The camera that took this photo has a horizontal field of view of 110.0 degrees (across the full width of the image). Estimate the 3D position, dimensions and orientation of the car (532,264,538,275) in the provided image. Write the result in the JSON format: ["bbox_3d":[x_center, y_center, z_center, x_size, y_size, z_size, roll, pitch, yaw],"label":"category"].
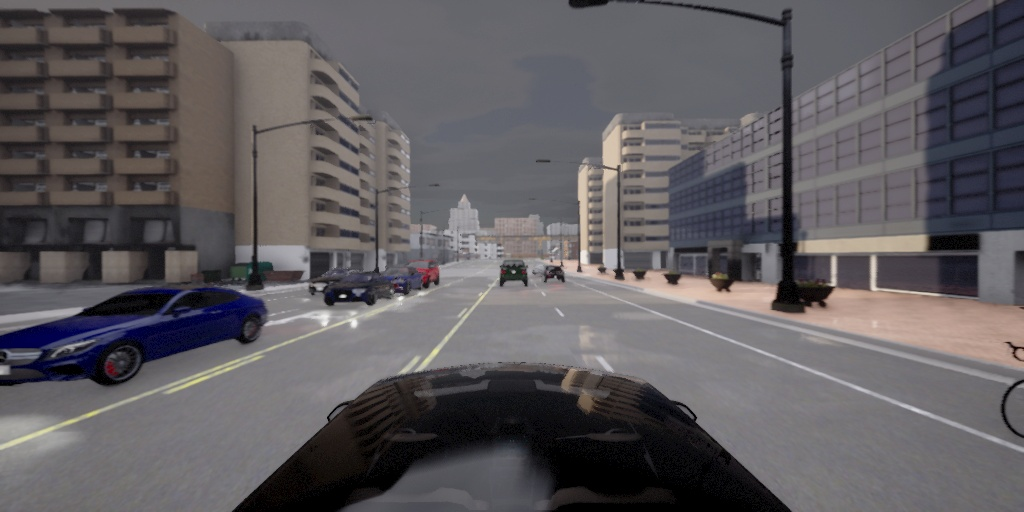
[{"bbox_3d":[3.813,1.813,49.578,1.812,1.442,4.674,0,0,0],"label":"car"}]

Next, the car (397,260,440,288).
[{"bbox_3d":[-6.966,1.296,27.300,2.150,2.045,5.566,0,-1,1],"label":"car"}]

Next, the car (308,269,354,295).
[{"bbox_3d":[-10.439,1.541,21.951,2.128,1.511,4.902,0,-1,0],"label":"car"}]

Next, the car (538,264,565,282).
[{"bbox_3d":[3.723,1.599,33.153,1.837,1.490,4.892,0,-1,0],"label":"car"}]

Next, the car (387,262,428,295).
[{"bbox_3d":[-6.939,1.402,21.963,2.097,1.767,4.553,0,-1,0],"label":"car"}]

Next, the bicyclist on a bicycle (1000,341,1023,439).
[{"bbox_3d":[6.084,1.178,3.862,1.656,1.620,0.582,-1,0,0],"label":"bicyclist on a bicycle"}]

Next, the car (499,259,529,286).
[{"bbox_3d":[0.148,1.284,28.851,2.150,2.045,5.566,0,0,1],"label":"car"}]

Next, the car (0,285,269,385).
[{"bbox_3d":[-7.131,1.359,7.335,1.812,1.442,4.674,0,-1,1],"label":"car"}]

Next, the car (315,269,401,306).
[{"bbox_3d":[-7.061,1.513,16.961,1.994,1.385,4.181,0,-1,0],"label":"car"}]
